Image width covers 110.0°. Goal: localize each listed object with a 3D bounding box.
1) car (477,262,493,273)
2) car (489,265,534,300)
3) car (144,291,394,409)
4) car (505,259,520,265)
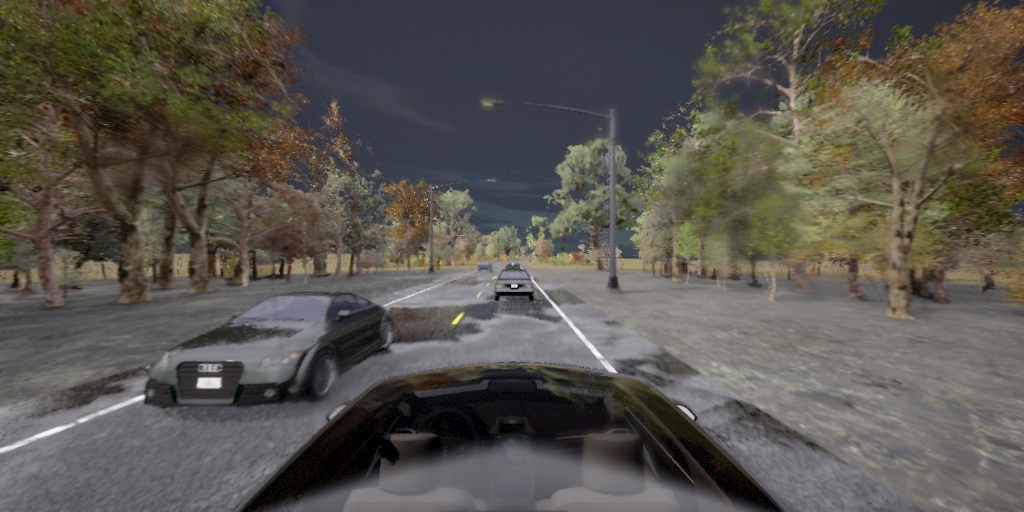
[{"bbox_3d":[-3.537,1.449,47.712,2.033,1.411,5.357,0,0,1],"label":"car"},{"bbox_3d":[0.102,1.351,18.004,2.033,1.411,5.357,0,0,0],"label":"car"},{"bbox_3d":[-3.596,1.329,6.252,1.994,1.385,4.181,0,0,0],"label":"car"},{"bbox_3d":[0.115,1.270,52.805,2.097,1.767,4.553,0,0,0],"label":"car"}]
